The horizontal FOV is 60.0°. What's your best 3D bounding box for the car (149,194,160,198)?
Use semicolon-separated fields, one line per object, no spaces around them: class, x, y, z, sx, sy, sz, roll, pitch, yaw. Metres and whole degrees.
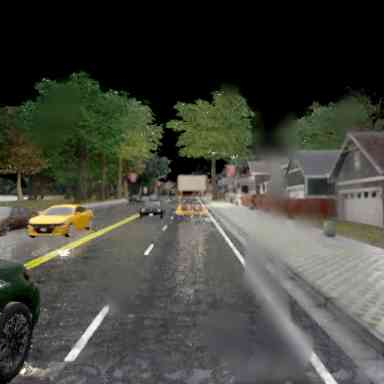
car;-6.549;1.160;57.833;1.837;1.490;4.892;0;0;1

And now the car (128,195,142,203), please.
car;-9.790;1.203;57.836;2.033;1.411;5.357;0;0;1

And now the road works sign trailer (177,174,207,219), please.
road works sign trailer;-0.004;0.319;27.268;2.380;3.560;2.880;0;0;1

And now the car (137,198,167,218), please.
car;-3.149;1.451;27.901;1.895;1.301;4.718;0;0;0

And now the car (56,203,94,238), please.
car;-6.599;1.391;17.262;1.882;1.535;5.008;0;0;0

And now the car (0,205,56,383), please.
car;-3.149;1.211;2.191;2.150;2.045;5.566;0;0;0

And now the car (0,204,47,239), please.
car;-9.850;1.460;17.536;2.033;1.411;5.357;0;0;0
